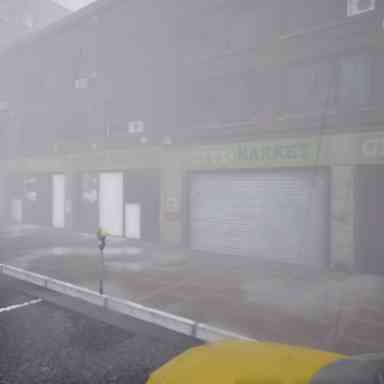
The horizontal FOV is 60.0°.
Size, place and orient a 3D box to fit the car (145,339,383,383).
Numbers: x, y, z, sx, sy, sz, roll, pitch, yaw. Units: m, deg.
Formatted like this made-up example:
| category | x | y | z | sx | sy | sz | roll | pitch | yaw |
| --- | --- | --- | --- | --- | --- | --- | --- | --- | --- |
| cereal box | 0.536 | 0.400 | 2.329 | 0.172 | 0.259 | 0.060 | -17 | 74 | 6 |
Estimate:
| category | x | y | z | sx | sy | sz | roll | pitch | yaw |
| --- | --- | --- | --- | --- | --- | --- | --- | --- | --- |
| car | 1.652 | 1.535 | 1.704 | 4.829 | 1.417 | 1.752 | 1 | 0 | 35 |
